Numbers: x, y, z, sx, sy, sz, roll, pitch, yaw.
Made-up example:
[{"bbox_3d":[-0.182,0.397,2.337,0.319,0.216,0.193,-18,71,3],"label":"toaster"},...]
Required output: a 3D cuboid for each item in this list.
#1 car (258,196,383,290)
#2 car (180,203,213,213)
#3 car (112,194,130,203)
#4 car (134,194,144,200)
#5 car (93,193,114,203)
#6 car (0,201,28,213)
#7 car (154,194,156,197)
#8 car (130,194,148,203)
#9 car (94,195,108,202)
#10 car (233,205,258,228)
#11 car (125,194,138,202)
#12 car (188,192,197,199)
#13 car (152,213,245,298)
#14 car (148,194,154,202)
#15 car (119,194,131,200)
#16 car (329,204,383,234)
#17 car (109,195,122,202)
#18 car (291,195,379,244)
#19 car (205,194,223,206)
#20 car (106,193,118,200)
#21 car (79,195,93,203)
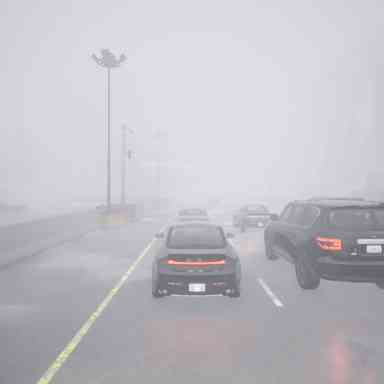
[{"bbox_3d":[3.584,1.221,9.261,2.150,2.045,5.566,0,0,0],"label":"car"},{"bbox_3d":[0.064,1.547,18.682,2.033,1.411,5.357,0,0,0],"label":"car"},{"bbox_3d":[-14.092,1.523,66.619,1.994,1.385,4.181,0,0,0],"label":"car"},{"bbox_3d":[-13.965,1.309,87.266,1.837,1.490,4.892,0,1,0],"label":"car"},{"bbox_3d":[-17.592,1.311,66.660,2.097,1.767,4.553,0,0,0],"label":"car"},{"bbox_3d":[-20.514,1.606,36.214,4.718,1.301,1.895,0,0,-3],"label":"car"},{"bbox_3d":[-10.464,1.285,87.439,1.882,1.535,5.008,0,1,0],"label":"car"},{"bbox_3d":[-10.592,1.485,66.607,1.812,1.442,4.674,0,0,0],"label":"car"},{"bbox_3d":[-21.032,1.467,76.763,1.994,1.385,4.181,0,0,0],"label":"car"},{"bbox_3d":[3.567,1.491,19.820,2.128,1.511,4.902,0,0,0],"label":"car"},{"bbox_3d":[-14.031,1.268,76.868,2.097,1.767,4.553,0,0,0],"label":"car"},{"bbox_3d":[0.088,0.917,95.549,2.150,2.045,5.566,0,1,0],"label":"car"},{"bbox_3d":[0.084,1.505,8.519,1.837,1.490,4.892,0,0,0],"label":"car"},{"bbox_3d":[-10.530,1.389,77.009,1.882,1.535,5.008,0,0,0],"label":"car"},{"bbox_3d":[-17.467,1.355,86.879,2.033,1.411,5.357,0,1,0],"label":"car"},{"bbox_3d":[10.566,1.547,20.561,2.033,1.411,5.357,0,0,0],"label":"car"},{"bbox_3d":[-17.533,1.468,76.521,1.994,1.385,4.181,0,0,0],"label":"car"},{"bbox_3d":[7.063,1.221,17.260,2.150,2.045,5.566,0,0,0],"label":"car"},{"bbox_3d":[3.555,1.505,53.878,1.837,1.490,4.892,2,0,1],"label":"car"},{"bbox_3d":[-20.966,1.168,87.061,2.097,1.767,4.553,0,1,0],"label":"car"},{"bbox_3d":[-21.090,1.452,66.904,1.882,1.535,5.008,0,0,0],"label":"car"}]
